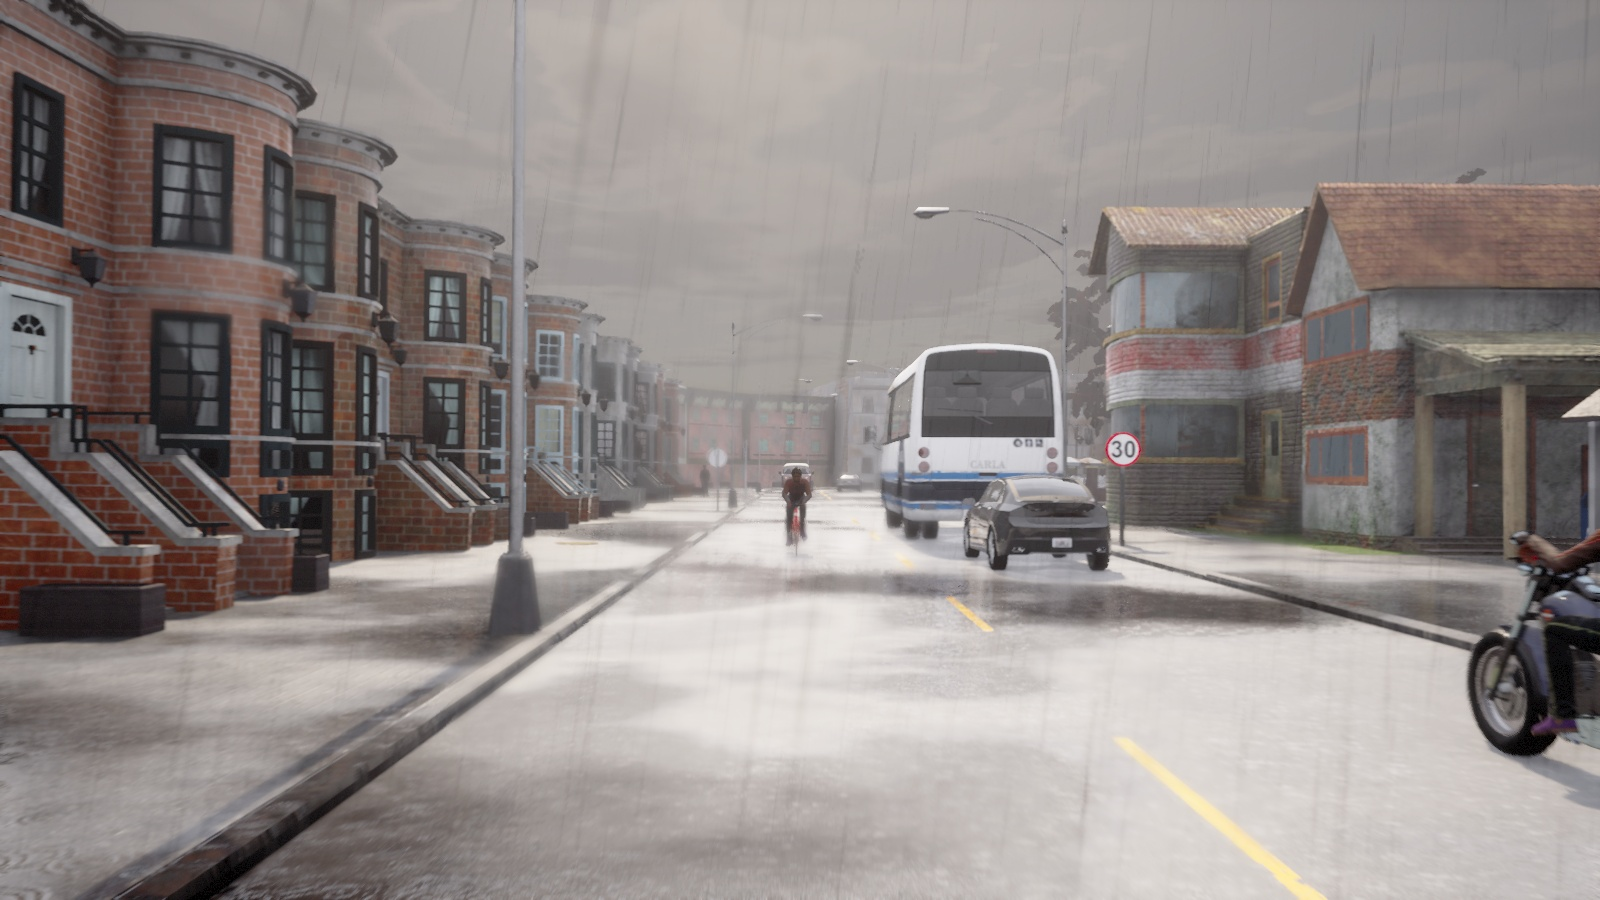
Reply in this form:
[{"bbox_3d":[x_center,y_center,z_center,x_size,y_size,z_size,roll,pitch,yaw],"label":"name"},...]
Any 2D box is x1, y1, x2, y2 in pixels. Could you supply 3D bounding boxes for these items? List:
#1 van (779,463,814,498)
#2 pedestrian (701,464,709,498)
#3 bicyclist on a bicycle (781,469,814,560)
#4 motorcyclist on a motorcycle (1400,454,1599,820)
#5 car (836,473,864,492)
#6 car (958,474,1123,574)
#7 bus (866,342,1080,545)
[{"bbox_3d":[-0.199,1.802,75.458,2.069,2.038,4.480,0,-1,0],"label":"van"},{"bbox_3d":[-5.324,1.728,70.606,0.402,1.930,0.666,0,-1,1],"label":"pedestrian"},{"bbox_3d":[-0.054,1.157,23.220,0.582,1.620,1.656,0,-1,0],"label":"bicyclist on a bicycle"},{"bbox_3d":[3.985,0.855,6.338,0.766,1.649,2.350,0,-1,0],"label":"motorcyclist on a motorcycle"},{"bbox_3d":[3.856,2.450,95.718,2.033,1.411,5.357,0,-1,4],"label":"car"},{"bbox_3d":[3.950,1.163,21.463,1.837,1.490,4.892,0,-1,0],"label":"car"},{"bbox_3d":[3.910,-0.049,31.555,3.944,4.253,10.273,0,-1,0],"label":"bus"}]
